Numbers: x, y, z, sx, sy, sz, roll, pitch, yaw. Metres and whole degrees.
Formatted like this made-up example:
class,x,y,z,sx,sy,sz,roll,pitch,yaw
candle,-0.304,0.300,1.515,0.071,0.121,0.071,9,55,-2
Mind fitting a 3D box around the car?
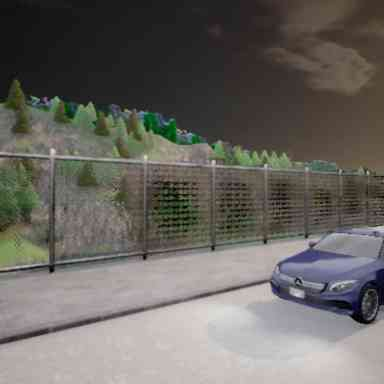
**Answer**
class,x,y,z,sx,sy,sz,roll,pitch,yaw
car,3.744,1.526,7.264,4.674,1.442,1.812,0,0,-36
